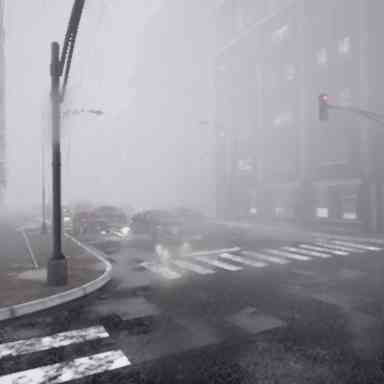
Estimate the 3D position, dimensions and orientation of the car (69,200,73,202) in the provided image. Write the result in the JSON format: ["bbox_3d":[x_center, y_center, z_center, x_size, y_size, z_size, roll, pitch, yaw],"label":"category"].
[{"bbox_3d":[-21.802,2.318,61.735,1.882,1.535,5.008,-1,-1,-29],"label":"car"}]

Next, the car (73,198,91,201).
[{"bbox_3d":[-17.032,2.071,53.020,2.097,1.767,4.553,-1,0,-29],"label":"car"}]

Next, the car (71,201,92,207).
[{"bbox_3d":[-12.051,2.095,37.274,2.033,1.411,5.357,0,0,-29],"label":"car"}]

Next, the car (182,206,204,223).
[{"bbox_3d":[-0.635,1.890,28.683,1.887,1.381,4.507,0,-1,-29],"label":"car"}]

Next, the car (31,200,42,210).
[{"bbox_3d":[-27.172,2.458,59.492,1.947,1.339,4.313,0,-1,-29],"label":"car"}]

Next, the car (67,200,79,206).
[{"bbox_3d":[-28.008,2.588,78.473,2.008,1.369,4.403,0,-1,-29],"label":"car"}]

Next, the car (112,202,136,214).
[{"bbox_3d":[-8.991,2.079,43.732,1.752,1.417,4.829,0,-1,-29],"label":"car"}]

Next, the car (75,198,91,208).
[{"bbox_3d":[-22.553,2.212,68.506,2.192,1.841,5.009,0,-1,-29],"label":"car"}]

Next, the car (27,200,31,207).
[{"bbox_3d":[-35.356,2.684,74.446,1.802,1.307,4.206,0,-1,-29],"label":"car"}]

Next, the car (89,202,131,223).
[{"bbox_3d":[-6.989,1.898,28.013,1.882,1.535,5.008,-1,0,-29],"label":"car"}]

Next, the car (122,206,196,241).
[{"bbox_3d":[-2.025,1.788,18.940,2.128,1.511,4.902,0,0,-29],"label":"car"}]

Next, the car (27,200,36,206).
[{"bbox_3d":[-40.813,2.809,84.414,1.947,1.339,4.313,0,-1,-29],"label":"car"}]

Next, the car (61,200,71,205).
[{"bbox_3d":[-33.464,2.723,88.441,1.887,1.381,4.507,0,-1,-29],"label":"car"}]

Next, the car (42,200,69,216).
[{"bbox_3d":[-16.259,2.056,39.557,1.967,1.590,4.097,0,-1,-29],"label":"car"}]

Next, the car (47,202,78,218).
[{"bbox_3d":[-13.530,2.098,34.572,2.008,1.369,4.403,0,-1,-29],"label":"car"}]

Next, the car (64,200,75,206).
[{"bbox_3d":[-30.817,2.635,83.606,1.752,1.417,4.829,0,-1,-29],"label":"car"}]

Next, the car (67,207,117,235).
[{"bbox_3d":[-6.580,1.916,21.607,1.887,1.381,4.507,0,-1,-29],"label":"car"}]
